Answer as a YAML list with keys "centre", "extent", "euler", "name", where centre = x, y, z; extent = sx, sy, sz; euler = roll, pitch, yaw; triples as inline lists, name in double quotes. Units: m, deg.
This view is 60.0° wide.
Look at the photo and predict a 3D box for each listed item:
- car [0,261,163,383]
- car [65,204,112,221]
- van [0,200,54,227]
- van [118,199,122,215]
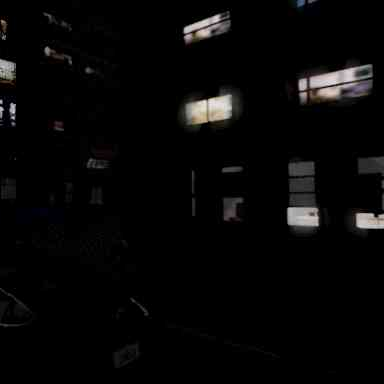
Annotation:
- centre: [-2.312, 1.608, 4.381]
  extent: [4.313, 1.339, 1.947]
  euler: [-1, -1, 36]
  name: "car"
- centre: [-8.893, 1.730, 28.913]
  extent: [1.802, 1.307, 4.206]
  euler: [-1, 0, 35]
  name: "car"
- centre: [-12.147, 1.523, 24.304]
  extent: [1.690, 1.788, 3.998]
  euler: [-1, 0, 35]
  name: "van"
- centre: [-5.646, 1.455, 33.524]
  extent: [1.690, 1.788, 3.998]
  euler: [-1, 0, 35]
  name: "van"
